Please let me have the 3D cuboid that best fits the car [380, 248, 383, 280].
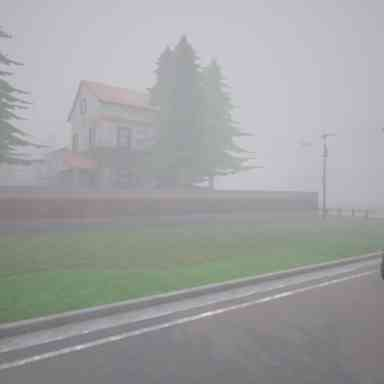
[{"bbox_3d":[6.974,1.472,8.733,4.553,1.767,2.097,1,-1,-35],"label":"car"}]
